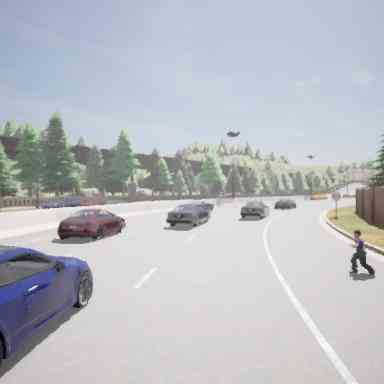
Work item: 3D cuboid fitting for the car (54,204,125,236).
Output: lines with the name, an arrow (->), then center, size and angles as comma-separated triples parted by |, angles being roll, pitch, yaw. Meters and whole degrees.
car -> -4.979, 1.551, 16.969 | 1.994, 1.385, 4.181 | 0, 0, 10

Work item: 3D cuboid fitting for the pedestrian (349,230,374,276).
pedestrian -> 4.496, 1.567, 8.863 | 0.375, 1.300, 0.375 | 0, 0, 7

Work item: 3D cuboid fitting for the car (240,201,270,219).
car -> 5.582, 1.526, 29.110 | 2.033, 1.411, 5.357 | 0, 0, 20

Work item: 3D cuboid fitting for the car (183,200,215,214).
car -> 0.871, 1.574, 36.040 | 1.895, 1.301, 4.718 | 0, 0, 23

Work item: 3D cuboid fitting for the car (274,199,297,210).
car -> 12.169, 1.532, 43.167 | 1.994, 1.385, 4.181 | 0, 0, 32

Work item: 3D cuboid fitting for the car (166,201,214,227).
car -> -0.125, 1.530, 22.676 | 2.033, 1.411, 5.357 | 0, 0, 16

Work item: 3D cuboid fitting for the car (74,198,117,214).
car -> -10.430, 1.450, 36.507 | 1.882, 1.535, 5.008 | 0, 0, 21

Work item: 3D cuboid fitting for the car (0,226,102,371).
car -> -3.069, 1.522, 4.971 | 1.812, 1.442, 4.674 | 0, 0, 4
